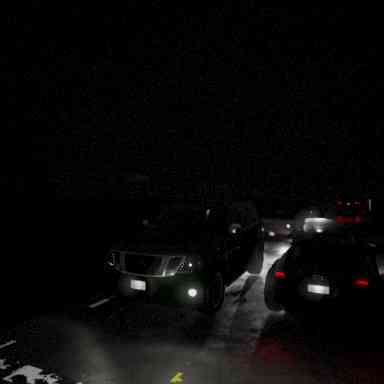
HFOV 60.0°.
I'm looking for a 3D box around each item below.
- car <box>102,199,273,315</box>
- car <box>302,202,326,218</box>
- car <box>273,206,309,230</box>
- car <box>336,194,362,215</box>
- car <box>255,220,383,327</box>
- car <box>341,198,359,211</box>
[{"bbox_3d":[0.256,1.229,8.164,2.150,2.045,5.566,0,0,25],"label":"car"},{"bbox_3d":[11.072,1.584,30.387,1.994,1.385,4.181,0,0,25],"label":"car"},{"bbox_3d":[4.607,1.609,17.146,1.895,1.301,4.718,0,0,26],"label":"car"},{"bbox_3d":[16.067,1.239,34.028,2.150,2.045,5.566,0,0,26],"label":"car"},{"bbox_3d":[2.951,1.563,7.254,1.994,1.385,4.181,0,0,26],"label":"car"},{"bbox_3d":[20.731,1.576,43.684,2.033,1.411,5.357,0,0,26],"label":"car"}]
